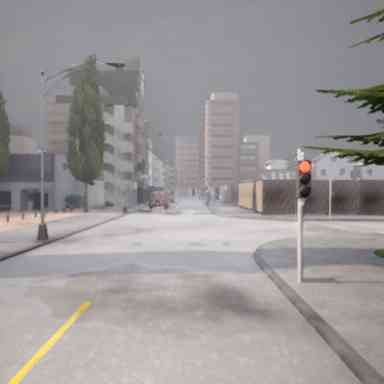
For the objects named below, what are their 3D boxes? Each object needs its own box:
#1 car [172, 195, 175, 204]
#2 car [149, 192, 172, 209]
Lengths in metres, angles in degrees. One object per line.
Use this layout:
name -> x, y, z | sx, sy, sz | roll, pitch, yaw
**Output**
car -> -4.014, 1.283, 58.117 | 1.837, 1.490, 4.892 | 0, 0, 0
car -> -4.076, 1.059, 41.971 | 2.150, 2.045, 5.566 | 0, 0, 0
